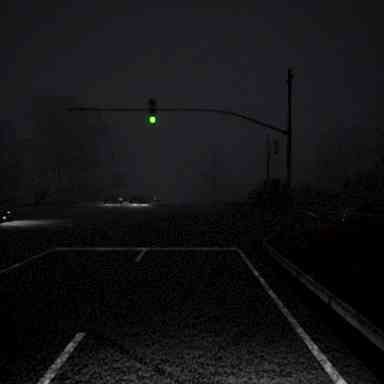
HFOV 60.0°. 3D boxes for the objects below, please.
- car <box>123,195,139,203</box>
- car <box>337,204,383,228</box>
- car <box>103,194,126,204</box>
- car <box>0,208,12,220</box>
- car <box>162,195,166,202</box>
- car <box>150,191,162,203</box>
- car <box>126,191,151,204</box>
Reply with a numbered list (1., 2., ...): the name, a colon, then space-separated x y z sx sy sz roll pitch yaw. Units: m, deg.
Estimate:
1. car: -10.604 1.205 58.269 1.895 1.301 4.718 0 -2 0
2. car: 11.055 1.348 19.098 4.718 1.301 1.895 0 1 11
3. car: -10.645 0.922 45.056 2.033 1.411 5.357 0 0 -4
4. car: -14.701 1.272 21.468 5.357 1.411 2.033 0 1 0
5. car: -7.033 1.444 74.411 2.097 1.767 4.553 0 -2 0
6. car: -7.103 0.845 58.871 2.150 2.045 5.566 0 -2 0
7. car: -7.118 0.937 44.862 1.994 1.385 4.181 0 0 0
